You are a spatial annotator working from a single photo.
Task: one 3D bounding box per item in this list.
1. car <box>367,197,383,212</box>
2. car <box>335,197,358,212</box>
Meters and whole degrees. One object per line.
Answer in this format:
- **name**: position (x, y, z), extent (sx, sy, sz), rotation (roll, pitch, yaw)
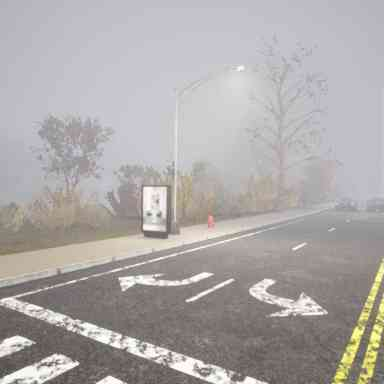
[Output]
- **car**: position (21.360, 1.393, 38.233), extent (2.097, 1.767, 4.553), rotation (0, 0, 30)
- **car**: position (18.550, 1.390, 39.865), extent (2.097, 1.767, 4.553), rotation (0, 0, 30)
